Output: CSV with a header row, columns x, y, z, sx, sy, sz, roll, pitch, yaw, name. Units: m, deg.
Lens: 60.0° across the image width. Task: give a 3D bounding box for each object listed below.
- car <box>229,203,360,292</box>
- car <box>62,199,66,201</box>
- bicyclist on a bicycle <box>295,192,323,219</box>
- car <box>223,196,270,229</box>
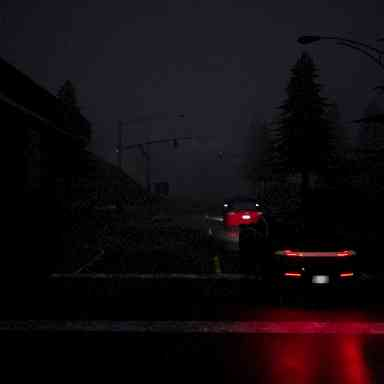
x,y,z,sx,sy,sz,roll,pitch,yaw,name
2.298,1.247,8.248,2.128,1.511,4.902,0,2,1,car
-15.104,1.016,35.012,4.181,1.385,1.994,0,1,2,car
6.590,0.852,18.778,1.656,1.620,0.582,0,1,2,bicyclist on a bicycle
2.739,1.137,18.194,1.994,1.385,4.181,-1,2,3,car
